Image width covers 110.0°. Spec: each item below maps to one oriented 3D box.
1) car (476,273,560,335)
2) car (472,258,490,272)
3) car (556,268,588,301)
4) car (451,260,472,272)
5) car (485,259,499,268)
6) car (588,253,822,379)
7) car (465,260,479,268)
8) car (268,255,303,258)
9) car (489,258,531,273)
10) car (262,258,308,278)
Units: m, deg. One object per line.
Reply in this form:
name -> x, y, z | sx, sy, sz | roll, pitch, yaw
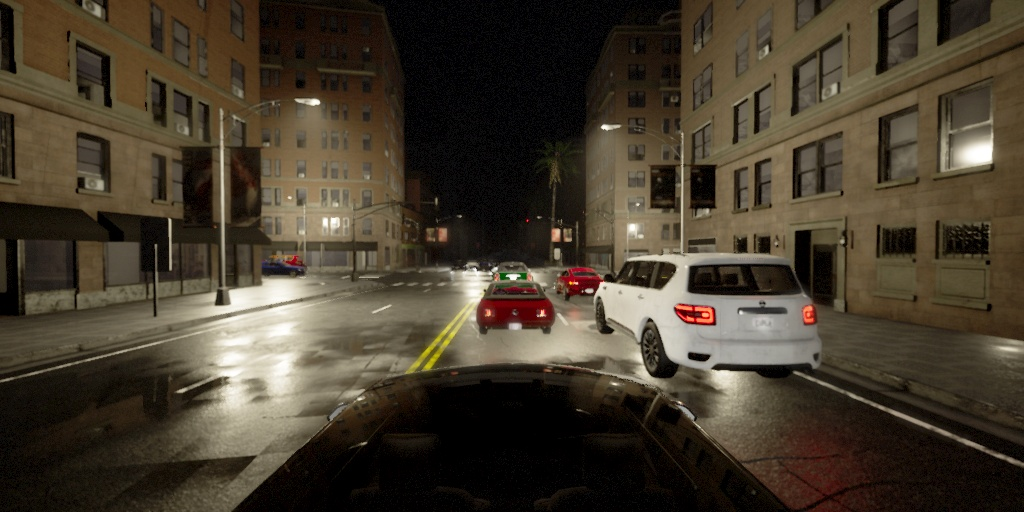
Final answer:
car -> 0.075, 1.351, 10.541 | 1.895, 1.301, 4.718 | 0, 0, 0
car -> -3.472, 1.104, 45.860 | 2.097, 1.767, 4.553 | 0, 0, 0
car -> 3.208, 1.277, 17.144 | 1.812, 1.442, 4.674 | 0, 0, 0
car -> -6.724, 1.260, 46.612 | 1.837, 1.490, 4.892 | 0, 0, 0
car -> -3.485, 1.248, 63.940 | 2.128, 1.511, 4.902 | 0, 0, 0
car -> 3.324, 0.972, 7.458 | 2.150, 2.045, 5.566 | 0, 0, 0
car -> -6.743, 1.357, 61.120 | 1.895, 1.301, 4.718 | 0, 0, 0
car -> -23.993, 0.844, 36.817 | 5.009, 1.841, 2.192 | 0, 0, -9
car -> -0.015, 1.103, 19.533 | 2.097, 1.767, 4.553 | 0, 0, -2
car -> -20.537, 1.156, 31.504 | 4.674, 1.442, 1.812 | 0, 1, -9
